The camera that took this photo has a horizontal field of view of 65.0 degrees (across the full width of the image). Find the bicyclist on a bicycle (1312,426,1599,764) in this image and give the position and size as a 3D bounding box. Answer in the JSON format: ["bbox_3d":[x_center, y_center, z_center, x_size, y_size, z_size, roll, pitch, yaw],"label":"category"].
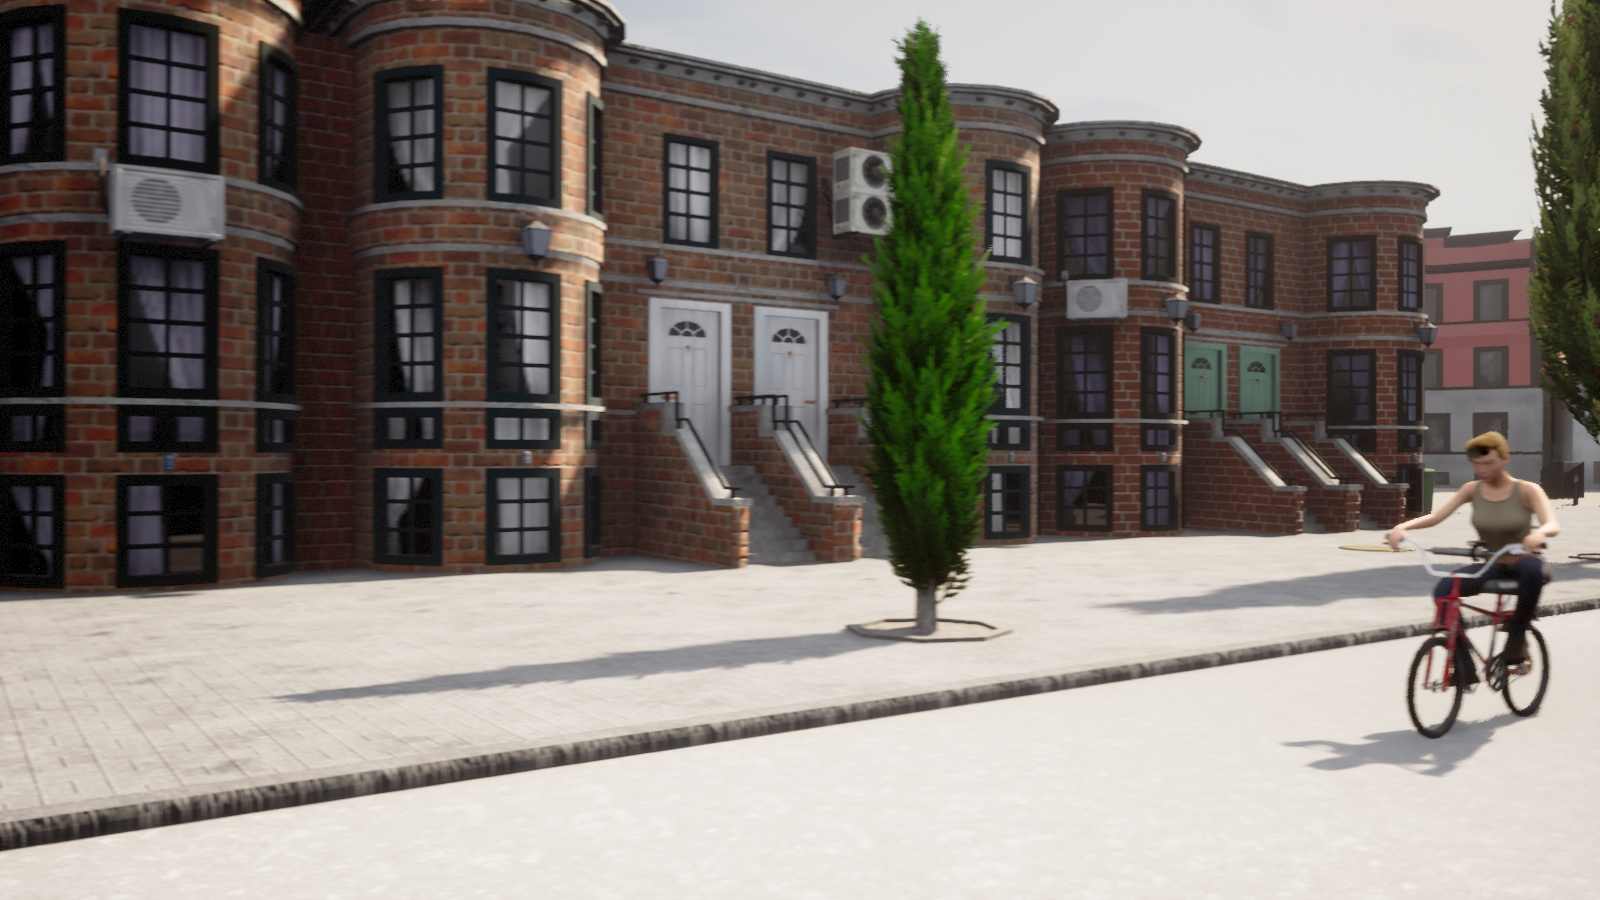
[{"bbox_3d":[3.603,0.690,6.777,1.509,1.612,0.866,0,0,-35],"label":"bicyclist on a bicycle"}]
